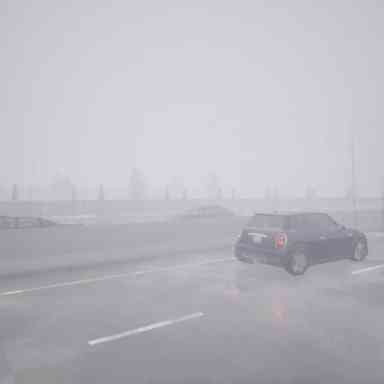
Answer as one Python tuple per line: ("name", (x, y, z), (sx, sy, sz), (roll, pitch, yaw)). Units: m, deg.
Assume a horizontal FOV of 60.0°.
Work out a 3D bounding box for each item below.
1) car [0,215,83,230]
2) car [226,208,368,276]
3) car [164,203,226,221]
("car", (-6.653, 1.548, 12.135), (5.357, 1.411, 2.033), (0, 0, -35))
("car", (3.580, 1.352, 10.560), (4.553, 1.767, 2.097), (0, 0, -35))
("car", (0.523, 1.506, 21.333), (4.892, 1.490, 1.837), (0, 0, -33))
